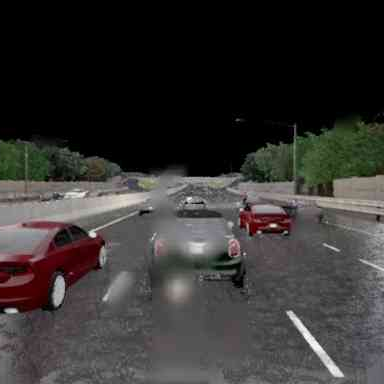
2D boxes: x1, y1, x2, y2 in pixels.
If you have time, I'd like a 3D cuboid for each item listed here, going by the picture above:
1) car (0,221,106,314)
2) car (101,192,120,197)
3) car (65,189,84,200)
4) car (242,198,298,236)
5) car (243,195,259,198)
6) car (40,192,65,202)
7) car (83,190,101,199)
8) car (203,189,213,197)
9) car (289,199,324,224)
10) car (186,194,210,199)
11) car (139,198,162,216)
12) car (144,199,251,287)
[{"bbox_3d":[-3.386,1.387,7.554,1.882,1.535,5.008,0,1,0],"label":"car"},{"bbox_3d":[-13.655,0.822,57.606,1.837,1.490,4.892,0,1,1],"label":"car"},{"bbox_3d":[-20.618,0.522,58.997,2.150,2.045,5.566,0,1,1],"label":"car"},{"bbox_3d":[3.544,1.282,16.925,1.882,1.535,5.008,0,1,0],"label":"car"},{"bbox_3d":[7.306,1.089,40.746,1.994,1.385,4.181,0,1,1],"label":"car"},{"bbox_3d":[-24.155,0.830,56.884,1.837,1.490,4.892,0,1,1],"label":"car"},{"bbox_3d":[-17.126,0.779,58.999,1.882,1.535,5.008,0,1,1],"label":"car"},{"bbox_3d":[4.311,0.558,85.145,1.895,1.301,4.718,0,1,1],"label":"car"},{"bbox_3d":[7.171,1.234,22.286,2.128,1.511,4.902,0,1,0],"label":"car"},{"bbox_3d":[0.204,1.171,27.716,2.128,1.511,4.902,0,1,0],"label":"car"},{"bbox_3d":[-3.290,1.233,28.601,1.994,1.385,4.181,0,1,0],"label":"car"},{"bbox_3d":[0.119,1.243,9.171,2.097,1.767,4.553,0,1,0],"label":"car"}]
